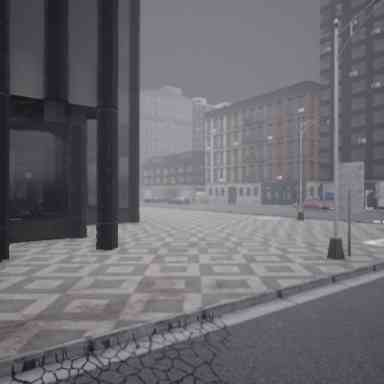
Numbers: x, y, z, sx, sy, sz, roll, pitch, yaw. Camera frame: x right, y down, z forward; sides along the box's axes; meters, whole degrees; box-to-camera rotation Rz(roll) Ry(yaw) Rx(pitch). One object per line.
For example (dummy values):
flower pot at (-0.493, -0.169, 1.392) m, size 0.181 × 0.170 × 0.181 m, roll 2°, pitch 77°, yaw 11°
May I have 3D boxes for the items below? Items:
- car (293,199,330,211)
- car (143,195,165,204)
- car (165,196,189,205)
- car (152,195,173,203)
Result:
car at (14.158, 1.502, 39.640) m, size 1.994 × 1.385 × 4.181 m, roll 0°, pitch 0°, yaw -36°
car at (-7.676, 1.580, 64.411) m, size 1.895 × 1.301 × 4.718 m, roll 0°, pitch 0°, yaw -36°
car at (-2.237, 1.491, 56.864) m, size 1.812 × 1.442 × 4.674 m, roll 0°, pitch 0°, yaw -36°
car at (-6.059, 1.472, 67.907) m, size 1.882 × 1.535 × 5.008 m, roll 0°, pitch 0°, yaw -36°
